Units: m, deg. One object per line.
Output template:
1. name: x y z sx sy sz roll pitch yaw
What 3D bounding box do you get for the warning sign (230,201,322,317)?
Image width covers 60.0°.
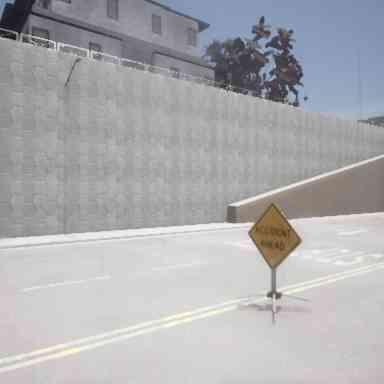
1. warning sign: 1.549 1.114 6.264 1.060 1.860 1.300 0 0 -35
